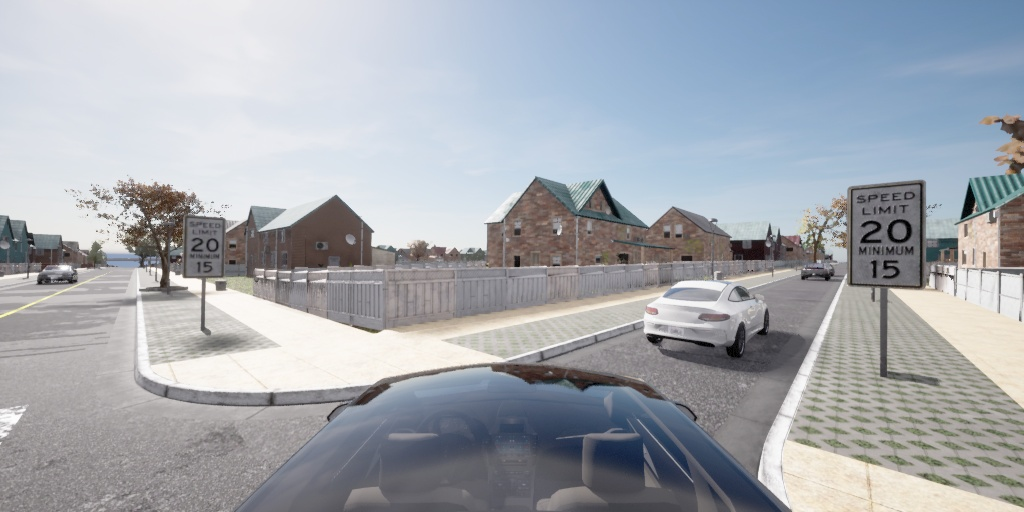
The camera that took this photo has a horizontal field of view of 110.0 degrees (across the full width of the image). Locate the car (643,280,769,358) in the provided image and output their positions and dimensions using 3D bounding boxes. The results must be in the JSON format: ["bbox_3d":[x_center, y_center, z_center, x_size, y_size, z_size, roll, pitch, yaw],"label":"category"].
[{"bbox_3d":[4.776,1.293,8.632,1.812,1.442,4.674,0,0,44],"label":"car"}]

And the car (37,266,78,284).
[{"bbox_3d":[-38.664,1.565,30.607,4.902,1.511,2.128,-1,-2,44],"label":"car"}]

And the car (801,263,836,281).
[{"bbox_3d":[27.212,1.370,32.061,2.128,1.511,4.902,0,0,44],"label":"car"}]
